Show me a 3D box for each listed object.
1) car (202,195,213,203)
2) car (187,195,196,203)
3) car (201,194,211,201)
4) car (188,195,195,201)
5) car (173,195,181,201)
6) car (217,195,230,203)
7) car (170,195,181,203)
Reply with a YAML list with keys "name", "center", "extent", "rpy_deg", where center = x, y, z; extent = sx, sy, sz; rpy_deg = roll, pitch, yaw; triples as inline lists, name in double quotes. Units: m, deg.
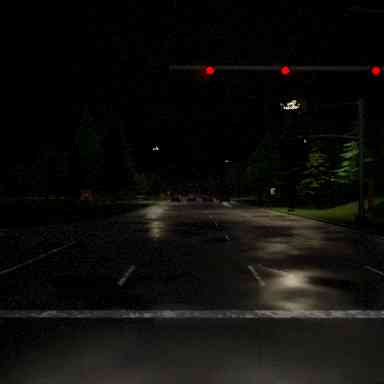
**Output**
- name: "car"
  center: [3.420, 1.545, 70.779]
  extent: [1.994, 1.385, 4.181]
  rpy_deg: [0, 0, 0]
- name: "car"
  center: [-0.080, 1.531, 70.358]
  extent: [2.033, 1.411, 5.357]
  rpy_deg: [0, 0, 0]
- name: "car"
  center: [3.408, 1.358, 80.782]
  extent: [2.128, 1.511, 4.902]
  rpy_deg: [0, 0, 0]
- name: "car"
  center: [-0.092, 1.357, 80.778]
  extent: [1.812, 1.442, 4.674]
  rpy_deg: [0, 0, 0]
- name: "car"
  center: [-3.592, 1.357, 80.774]
  extent: [1.812, 1.442, 4.674]
  rpy_deg: [0, 0, 0]
- name: "car"
  center: [6.919, 1.545, 70.783]
  extent: [1.994, 1.385, 4.181]
  rpy_deg: [0, 0, 0]
- name: "car"
  center: [-3.580, 1.517, 70.771]
  extent: [1.812, 1.442, 4.674]
  rpy_deg: [0, 0, 0]
